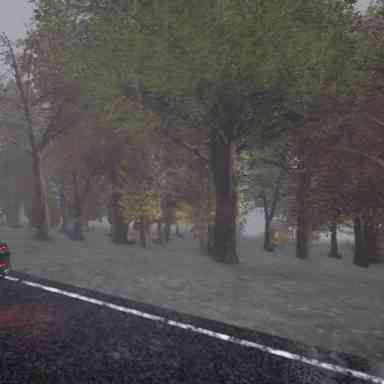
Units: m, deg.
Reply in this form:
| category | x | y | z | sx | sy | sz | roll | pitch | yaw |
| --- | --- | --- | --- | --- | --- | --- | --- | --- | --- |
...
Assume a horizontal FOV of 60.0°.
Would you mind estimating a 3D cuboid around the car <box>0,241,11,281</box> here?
| category | x | y | z | sx | sy | sz | roll | pitch | yaw |
| --- | --- | --- | --- | --- | --- | --- | --- | --- | --- |
| car | -6.411 | 1.542 | 8.182 | 4.892 | 1.490 | 1.837 | -3 | 2 | 33 |
